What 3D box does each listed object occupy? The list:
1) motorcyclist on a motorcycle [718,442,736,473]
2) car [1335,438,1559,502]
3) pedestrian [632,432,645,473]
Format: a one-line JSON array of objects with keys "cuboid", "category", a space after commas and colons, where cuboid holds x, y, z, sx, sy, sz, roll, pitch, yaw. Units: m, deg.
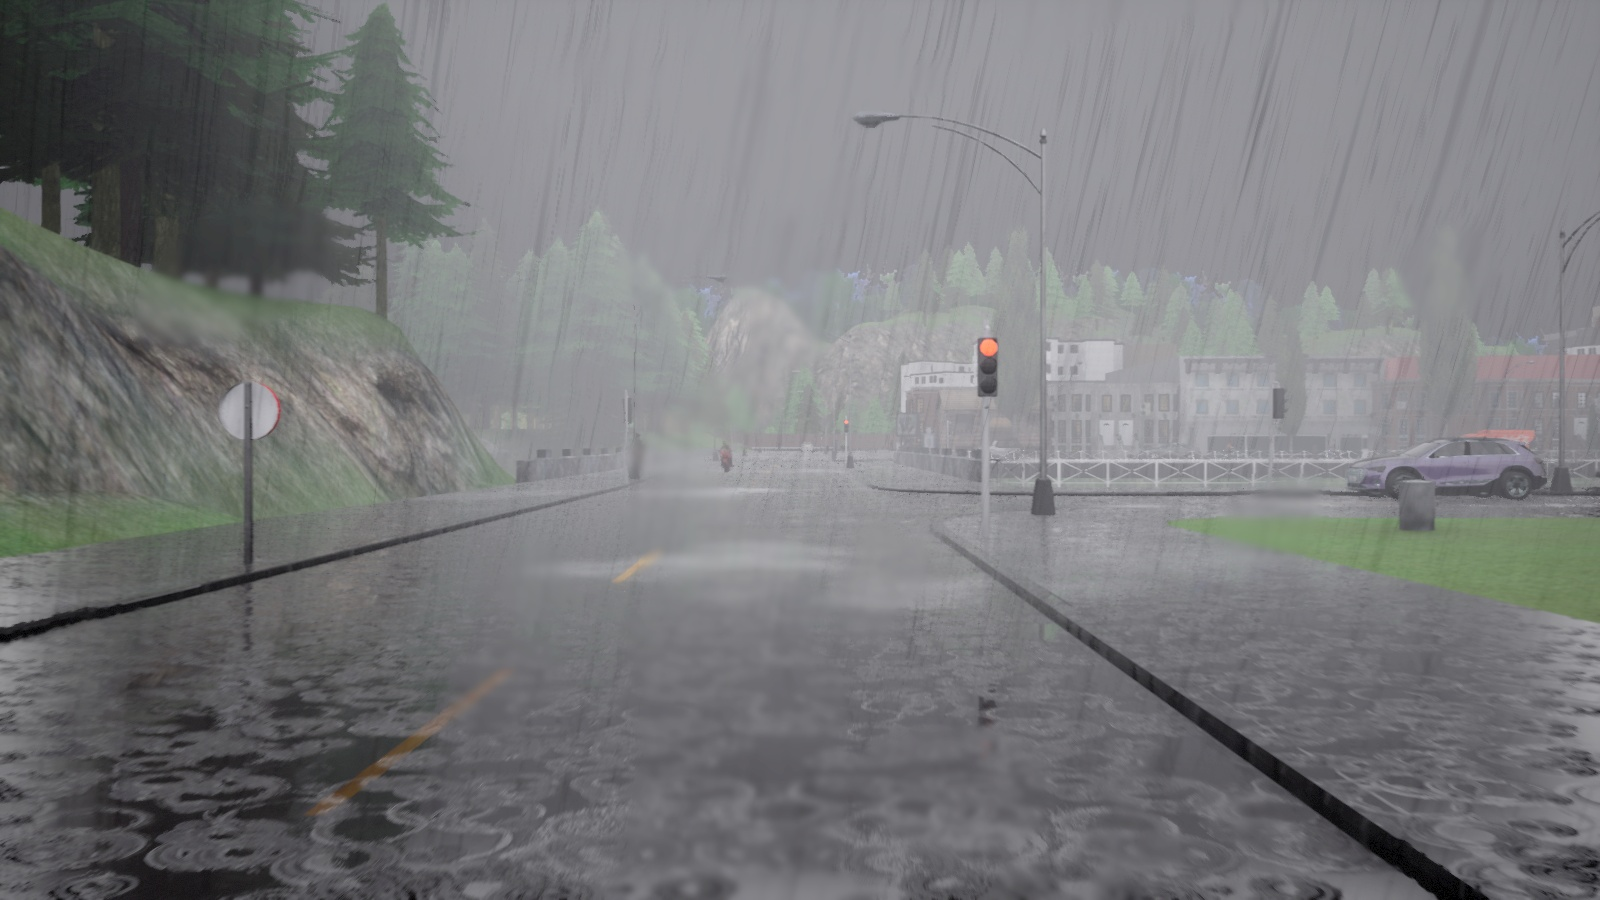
[{"cuboid": [-3.623, 0.374, 62.380, 0.797, 1.523, 2.044, 0, 0, 0], "category": "motorcyclist on a motorcycle"}, {"cuboid": [16.963, 0.504, 33.114, 4.856, 1.649, 2.033, 0, 0, 0], "category": "car"}, {"cuboid": [-7.350, 0.128, 57.189, 0.540, 1.848, 0.694, 0, 0, -13], "category": "pedestrian"}]
